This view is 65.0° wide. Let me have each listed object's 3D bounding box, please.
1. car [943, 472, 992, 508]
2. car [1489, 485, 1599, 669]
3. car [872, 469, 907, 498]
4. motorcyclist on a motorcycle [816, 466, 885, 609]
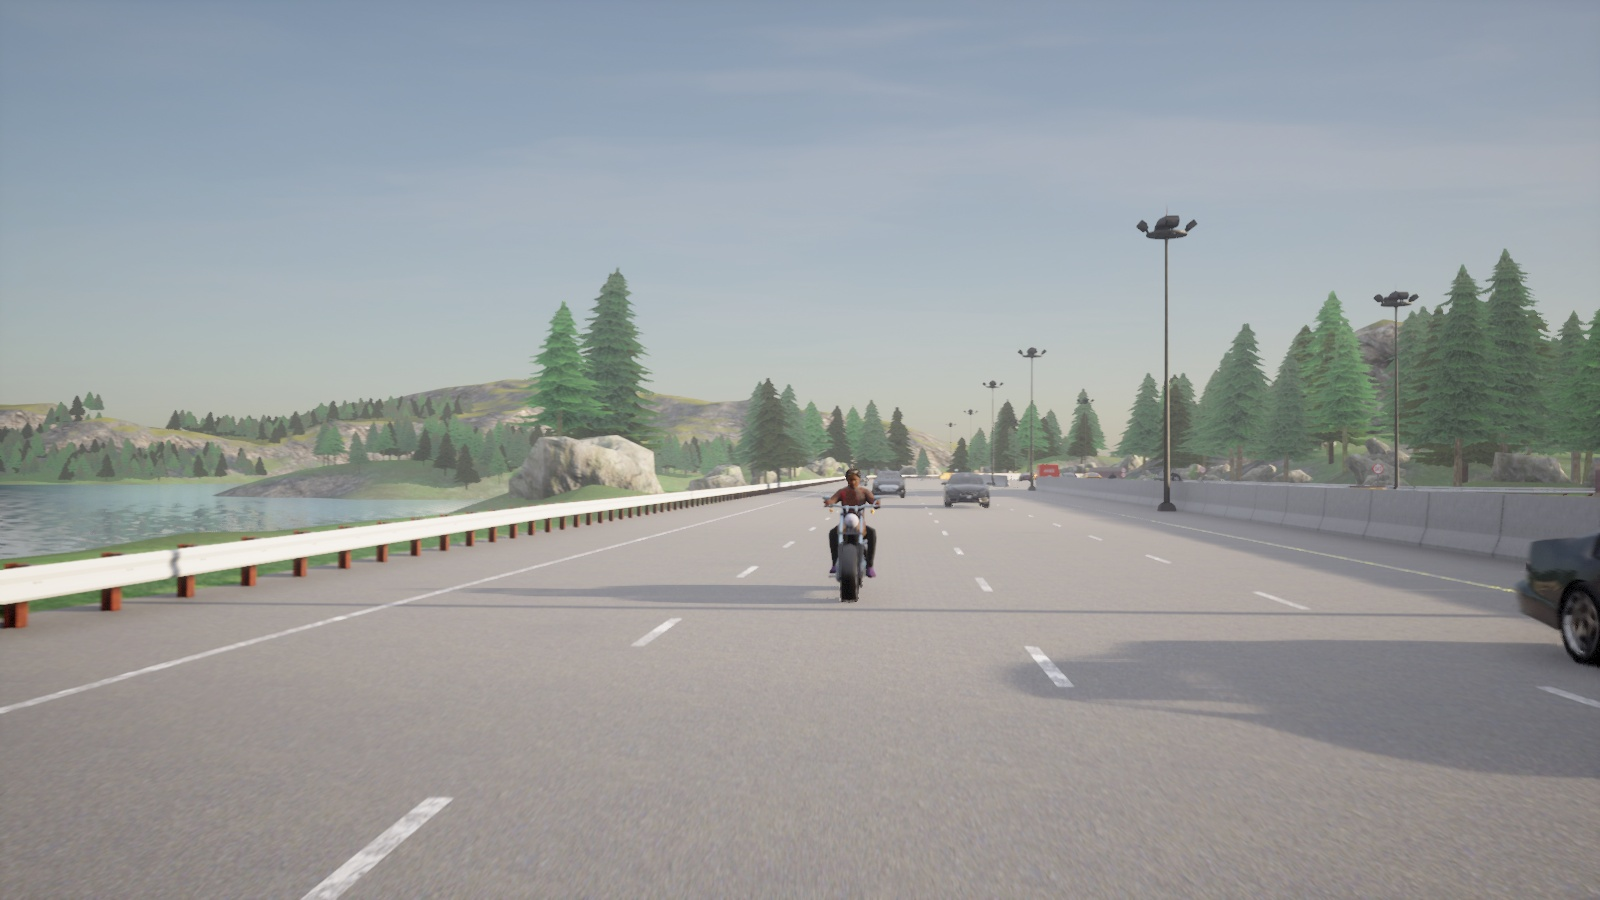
[{"bbox_3d":[7.278,1.710,54.827,1.837,1.490,4.892,0,-1,5],"label":"car"},{"bbox_3d":[7.182,0.982,8.780,2.033,1.411,5.357,0,-1,3],"label":"car"},{"bbox_3d":[5.322,1.971,74.441,2.033,1.649,4.856,0,-1,5],"label":"car"},{"bbox_3d":[0.663,1.026,15.693,0.766,1.649,2.350,0,-1,5],"label":"motorcyclist on a motorcycle"}]
